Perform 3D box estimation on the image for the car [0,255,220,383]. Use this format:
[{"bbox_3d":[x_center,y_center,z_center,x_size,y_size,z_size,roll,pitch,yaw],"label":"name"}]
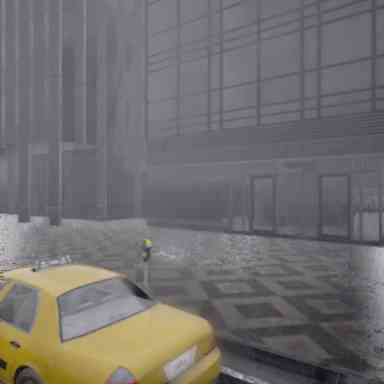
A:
[{"bbox_3d":[-1.983,1.522,4.375,4.829,1.417,1.752,0,0,35],"label":"car"}]
